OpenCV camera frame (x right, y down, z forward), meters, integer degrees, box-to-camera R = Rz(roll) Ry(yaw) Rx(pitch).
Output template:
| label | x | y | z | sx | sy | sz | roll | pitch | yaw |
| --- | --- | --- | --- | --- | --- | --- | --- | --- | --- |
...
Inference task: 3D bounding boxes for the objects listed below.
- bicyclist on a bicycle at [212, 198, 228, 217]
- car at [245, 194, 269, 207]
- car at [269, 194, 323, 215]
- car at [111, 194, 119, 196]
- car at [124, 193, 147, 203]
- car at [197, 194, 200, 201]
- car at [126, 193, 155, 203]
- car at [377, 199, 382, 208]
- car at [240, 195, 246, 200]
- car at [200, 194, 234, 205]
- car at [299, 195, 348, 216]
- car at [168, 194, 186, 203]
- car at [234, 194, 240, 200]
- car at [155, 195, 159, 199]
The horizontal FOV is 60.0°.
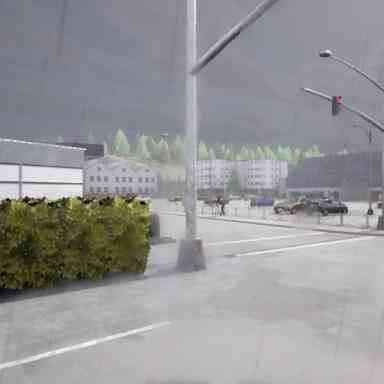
| label | x | y | z | sx | sy | sz | roll | pitch | yaw |
| --- | --- | --- | --- | --- | --- | --- | --- | --- | --- |
| bicyclist on a bicycle | 2.365 | 1.301 | 28.018 | 1.656 | 1.620 | 0.582 | 0 | 0 | -35 |
| car | 9.802 | 1.320 | 46.591 | 3.633 | 1.501 | 1.845 | 0 | 0 | -35 |
| car | 10.286 | 1.330 | 32.485 | 5.027 | 1.636 | 2.152 | 0 | 0 | -35 |
| car | -19.743 | 1.334 | 84.931 | 4.902 | 1.511 | 2.128 | 0 | 0 | -35 |
| car | -10.758 | 1.077 | 63.628 | 3.866 | 1.878 | 1.905 | 0 | 0 | -35 |
| car | 1.814 | 1.298 | 76.855 | 4.514 | 1.523 | 2.007 | 0 | 0 | -35 |
| car | -9.357 | 1.361 | 60.551 | 3.806 | 1.475 | 1.970 | 0 | 0 | -35 |
| car | 25.679 | 1.384 | 43.044 | 3.806 | 1.475 | 1.970 | 0 | 0 | -35 |
| car | 13.628 | 1.154 | 72.806 | 5.027 | 1.636 | 2.152 | 0 | 0 | -35 |
| car | 4.119 | 1.298 | 54.811 | 4.514 | 1.523 | 2.007 | 0 | 0 | -35 |
| car | 12.124 | 1.340 | 29.942 | 4.514 | 1.523 | 2.007 | 0 | 0 | -35 |
| car | -2.425 | 1.097 | 65.434 | 4.605 | 1.855 | 1.932 | 0 | 0 | -35 |
| car | 9.691 | 1.232 | 77.884 | 3.806 | 1.475 | 1.970 | 0 | 0 | -35 |
| car | -11.327 | 1.286 | 90.768 | 5.008 | 1.535 | 1.882 | 0 | 0 | -35 |
